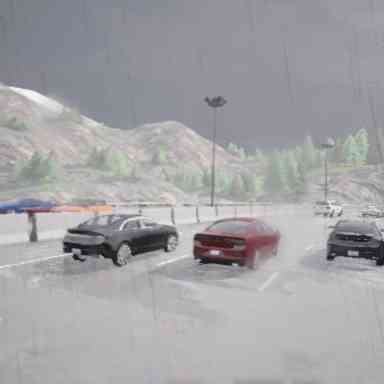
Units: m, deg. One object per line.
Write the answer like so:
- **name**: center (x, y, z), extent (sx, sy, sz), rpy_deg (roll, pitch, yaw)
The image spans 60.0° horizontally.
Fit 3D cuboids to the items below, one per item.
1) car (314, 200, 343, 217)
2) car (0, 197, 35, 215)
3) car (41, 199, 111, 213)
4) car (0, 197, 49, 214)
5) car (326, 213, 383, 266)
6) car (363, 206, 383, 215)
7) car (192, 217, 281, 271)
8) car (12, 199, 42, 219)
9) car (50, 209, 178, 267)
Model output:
- **car**: center (17.372, 2.117, 42.303), extent (2.150, 2.045, 5.566), rpy_deg (1, -1, 41)
- **car**: center (-13.878, 1.218, 27.398), extent (1.882, 1.535, 5.008), rpy_deg (2, -1, 30)
- **car**: center (-7.870, 1.266, 23.774), extent (2.097, 1.767, 4.553), rpy_deg (2, 0, 30)
- **car**: center (-15.917, 1.224, 30.863), extent (1.812, 1.442, 4.674), rpy_deg (2, 0, 30)
- **car**: center (6.489, 1.821, 13.165), extent (1.837, 1.490, 4.892), rpy_deg (1, 0, 28)
- **car**: center (24.584, 2.682, 45.074), extent (1.812, 1.442, 4.674), rpy_deg (1, -1, 43)
- **car**: center (1.776, 1.624, 11.695), extent (1.882, 1.535, 5.008), rpy_deg (1, 0, 27)
- **car**: center (-10.844, 1.430, 25.707), extent (1.895, 1.301, 4.718), rpy_deg (2, 0, 30)
- **car**: center (-2.210, 1.505, 11.597), extent (2.128, 1.511, 4.902), rpy_deg (2, 0, 26)
